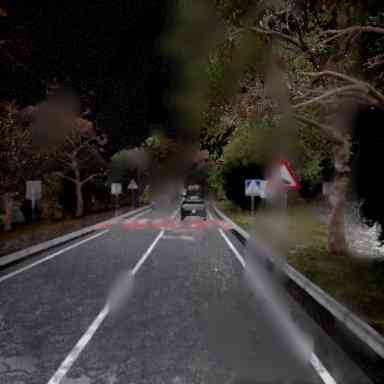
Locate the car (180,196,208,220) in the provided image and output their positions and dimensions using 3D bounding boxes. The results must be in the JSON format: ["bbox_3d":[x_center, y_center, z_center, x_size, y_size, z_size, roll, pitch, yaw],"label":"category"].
[{"bbox_3d":[0.111,1.305,24.504,2.128,1.511,4.902,0,-6,0],"label":"car"}]

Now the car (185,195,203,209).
[{"bbox_3d":[0.289,1.238,41.180,2.128,1.511,4.902,0,1,2],"label":"car"}]

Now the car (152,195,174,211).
[{"bbox_3d":[-3.211,1.158,37.316,2.097,1.767,4.553,0,1,1],"label":"car"}]
